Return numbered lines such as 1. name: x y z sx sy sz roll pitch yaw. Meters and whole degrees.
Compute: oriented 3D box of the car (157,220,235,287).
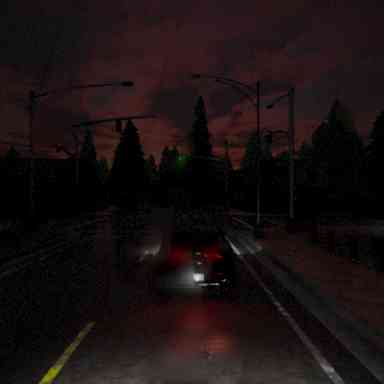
1. car: 0.103 1.561 9.490 1.837 1.490 4.892 0 0 0
